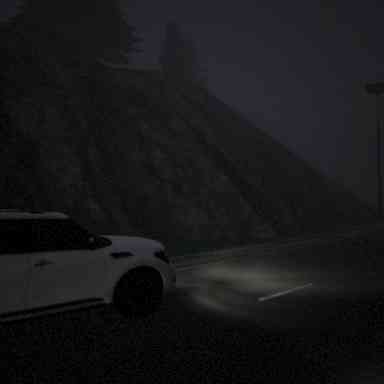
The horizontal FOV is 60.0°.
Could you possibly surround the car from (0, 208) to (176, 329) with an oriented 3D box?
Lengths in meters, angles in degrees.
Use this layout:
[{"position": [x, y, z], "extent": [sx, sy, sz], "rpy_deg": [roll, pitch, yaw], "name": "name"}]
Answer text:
[{"position": [-2.964, 1.304, 5.863], "extent": [5.566, 2.045, 2.150], "rpy_deg": [0, 0, -36], "name": "car"}]
